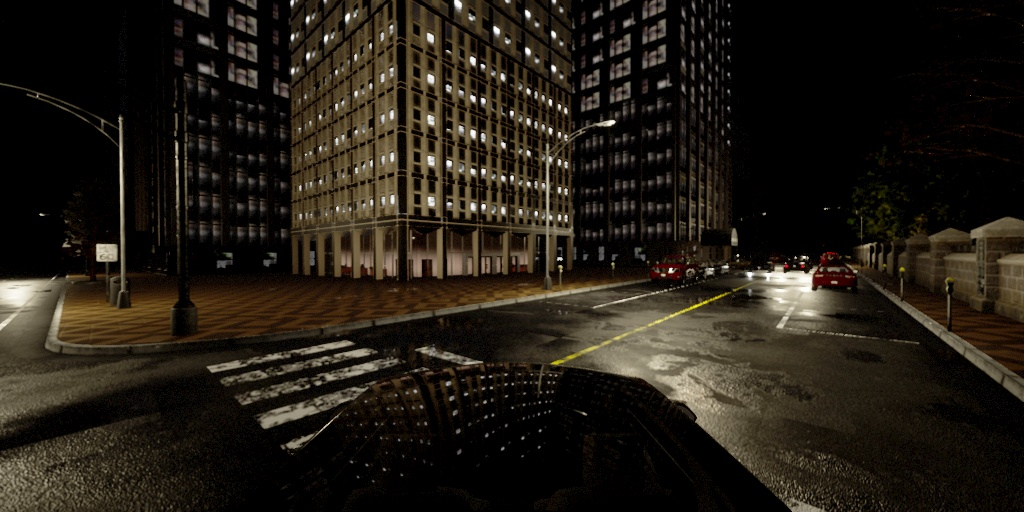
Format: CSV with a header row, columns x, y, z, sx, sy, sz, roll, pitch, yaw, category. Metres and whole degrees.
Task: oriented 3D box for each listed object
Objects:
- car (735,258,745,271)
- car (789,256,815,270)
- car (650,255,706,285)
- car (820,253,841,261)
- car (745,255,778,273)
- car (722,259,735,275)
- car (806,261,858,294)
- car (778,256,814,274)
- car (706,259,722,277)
x,y,z,sx,sy,sz,roll,pitch,yaw,category
25.564,0.868,40.561,1.751,1.417,4.829,0,0,41,car
34.325,0.795,42.386,2.128,1.511,4.902,0,1,42,car
11.045,0.851,24.115,2.192,1.841,5.009,0,0,41,car
42.559,0.542,47.904,2.192,1.841,5.009,0,0,41,car
25.701,0.885,36.835,1.837,1.490,4.892,0,1,41,car
18.361,0.991,32.402,2.007,1.370,4.403,0,0,41,car
16.952,1.115,18.900,1.888,1.381,4.507,0,0,41,car
27.286,0.946,34.370,2.033,1.411,5.357,0,1,42,car
14.703,1.040,28.258,2.007,1.370,4.403,0,0,41,car
